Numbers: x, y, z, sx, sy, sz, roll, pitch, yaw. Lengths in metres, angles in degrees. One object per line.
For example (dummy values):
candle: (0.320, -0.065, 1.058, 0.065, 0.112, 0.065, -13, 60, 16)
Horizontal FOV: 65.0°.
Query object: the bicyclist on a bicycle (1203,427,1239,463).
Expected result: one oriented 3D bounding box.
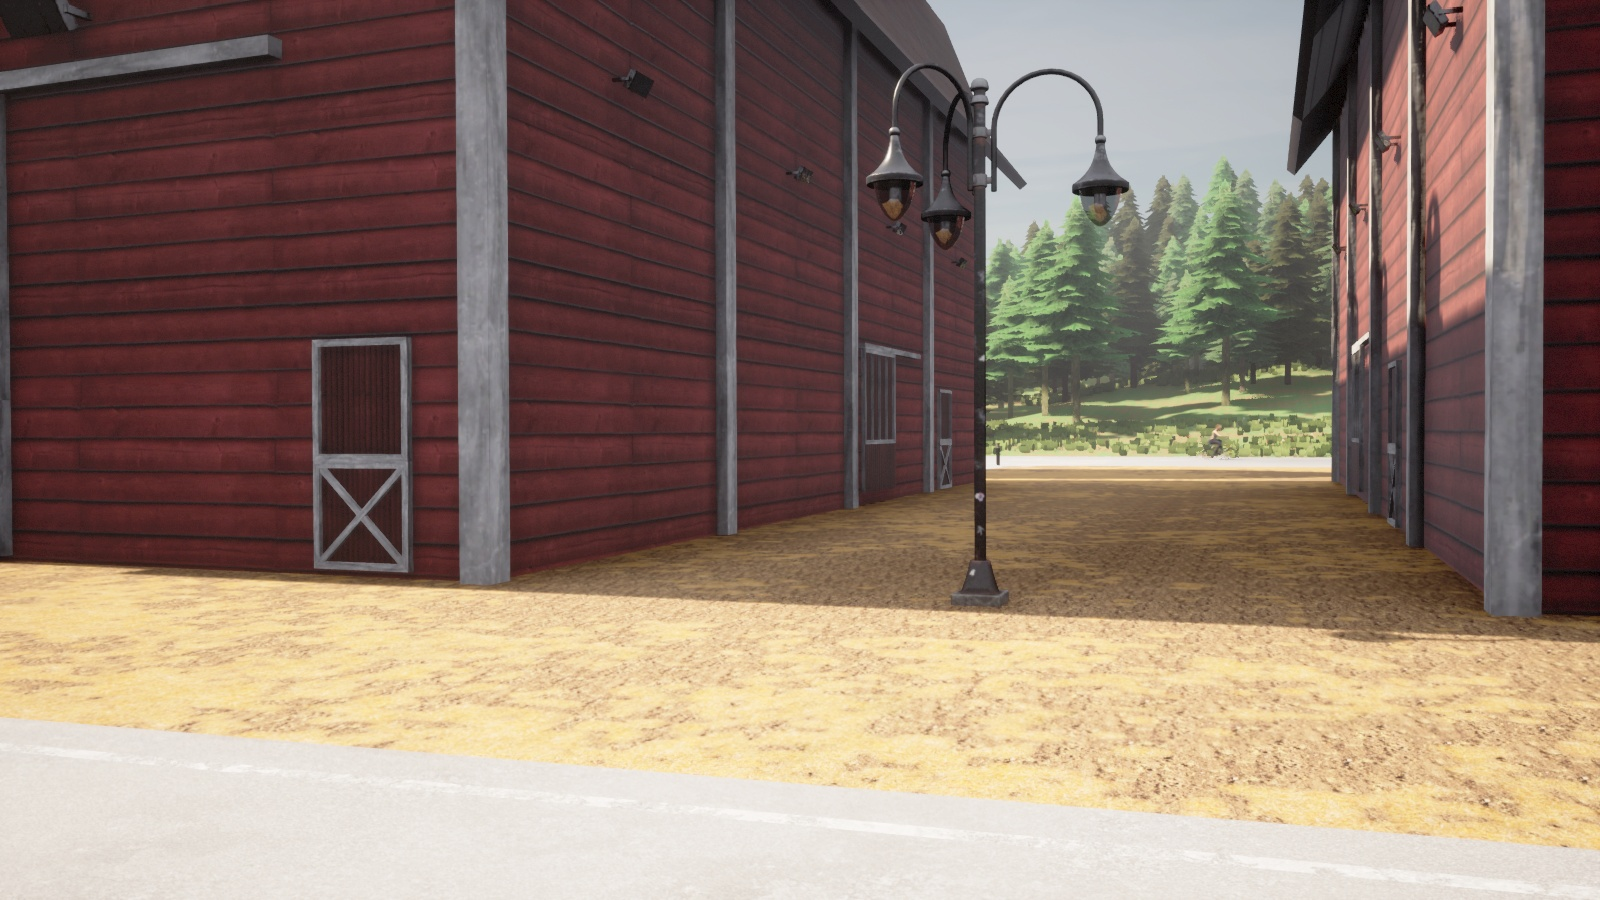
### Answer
bicyclist on a bicycle: (19.131, -0.219, 57.052, 1.509, 1.612, 0.866, 1, 1, 20)
